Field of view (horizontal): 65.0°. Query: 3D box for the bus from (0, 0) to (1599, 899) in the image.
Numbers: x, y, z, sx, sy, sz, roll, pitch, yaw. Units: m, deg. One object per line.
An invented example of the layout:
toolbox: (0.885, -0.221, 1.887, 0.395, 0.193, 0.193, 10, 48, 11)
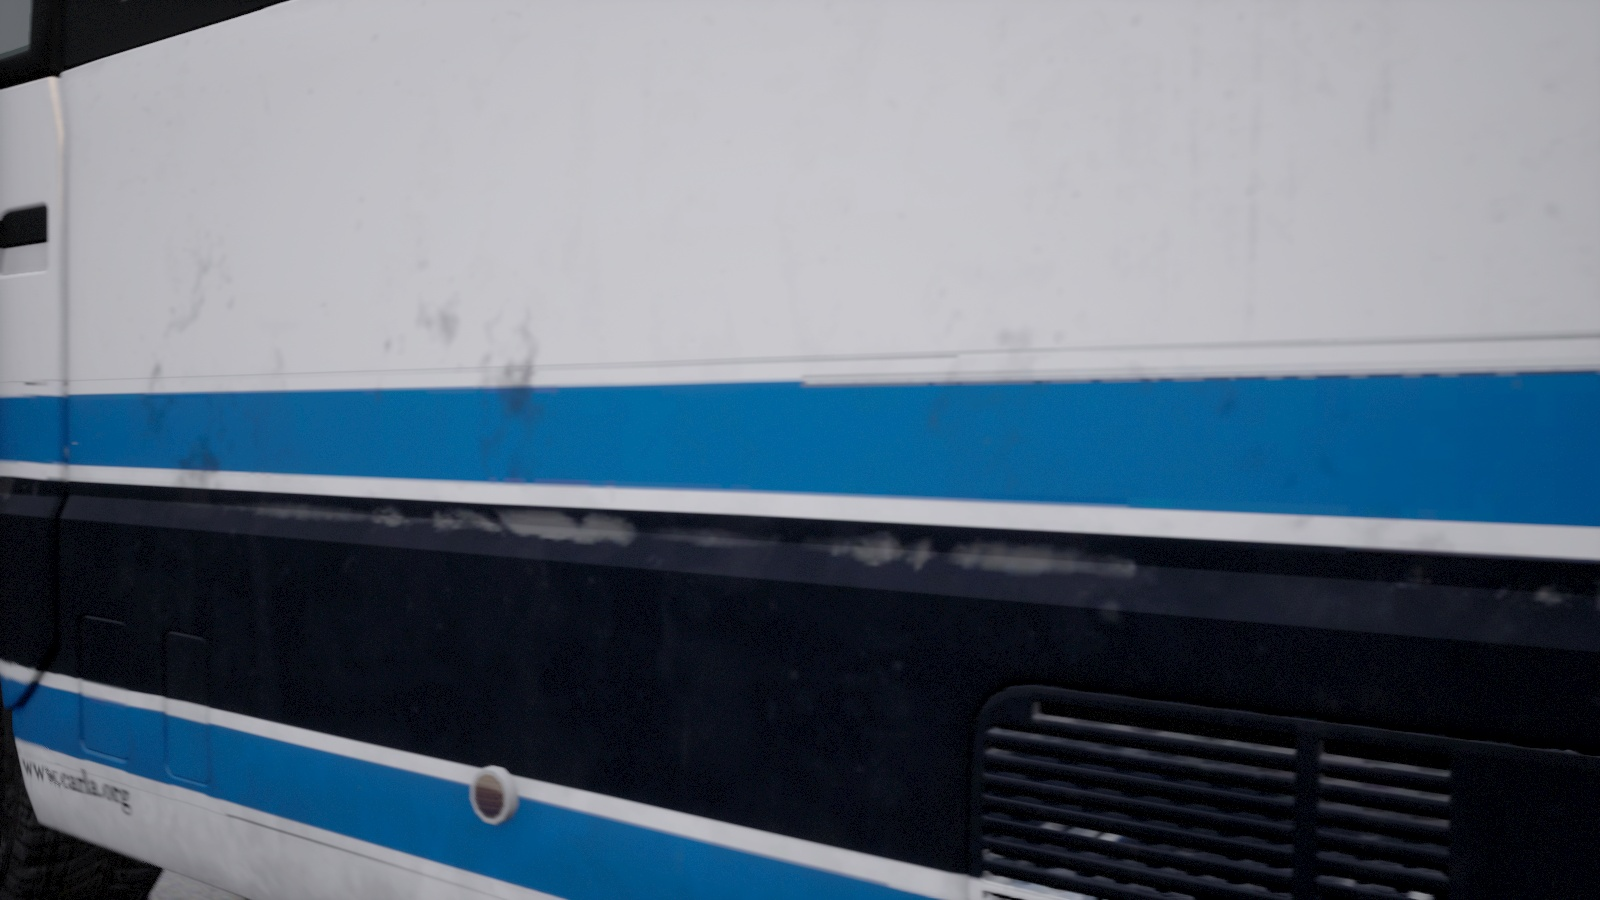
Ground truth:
bus: (0.983, -0.695, 2.944, 10.273, 4.253, 3.944, 0, 1, 34)
